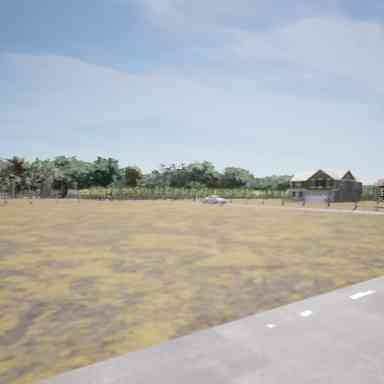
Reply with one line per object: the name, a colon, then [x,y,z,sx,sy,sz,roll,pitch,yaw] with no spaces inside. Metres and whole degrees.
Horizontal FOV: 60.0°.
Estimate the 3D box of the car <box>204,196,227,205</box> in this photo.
car: [3.755,1.326,54.732,1.812,1.442,4.674,2,-1,-35]
